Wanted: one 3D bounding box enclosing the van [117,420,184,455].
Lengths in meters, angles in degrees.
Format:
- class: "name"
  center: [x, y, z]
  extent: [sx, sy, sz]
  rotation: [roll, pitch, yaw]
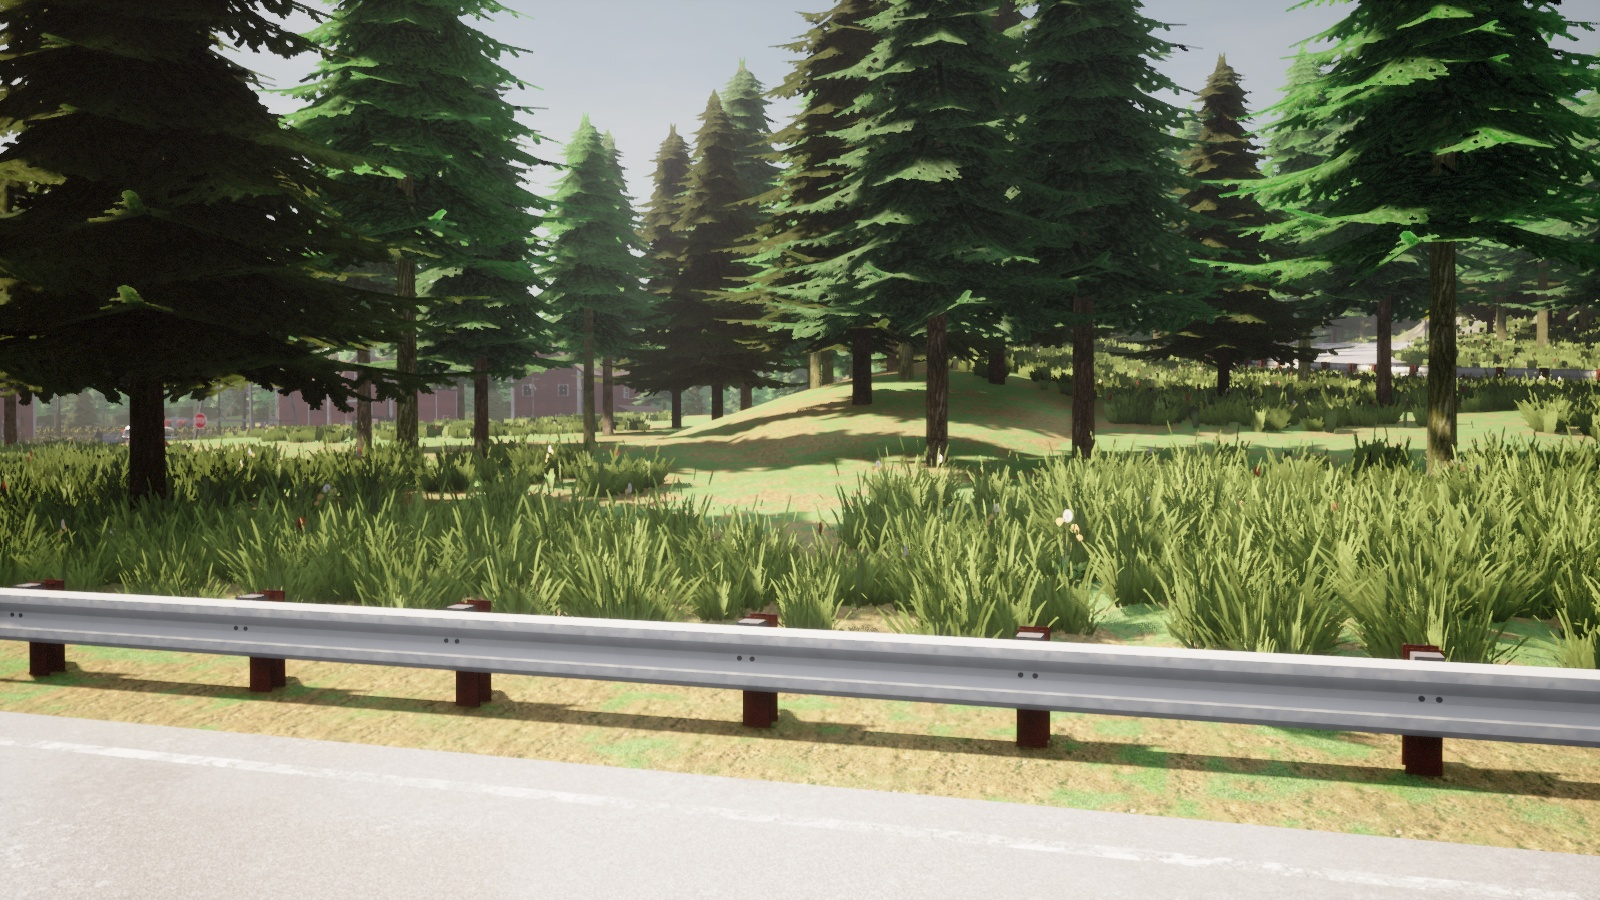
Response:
- class: "van"
  center: [-39.176, -0.763, 75.690]
  extent: [4.480, 2.038, 2.069]
  rotation: [1, 0, 41]
